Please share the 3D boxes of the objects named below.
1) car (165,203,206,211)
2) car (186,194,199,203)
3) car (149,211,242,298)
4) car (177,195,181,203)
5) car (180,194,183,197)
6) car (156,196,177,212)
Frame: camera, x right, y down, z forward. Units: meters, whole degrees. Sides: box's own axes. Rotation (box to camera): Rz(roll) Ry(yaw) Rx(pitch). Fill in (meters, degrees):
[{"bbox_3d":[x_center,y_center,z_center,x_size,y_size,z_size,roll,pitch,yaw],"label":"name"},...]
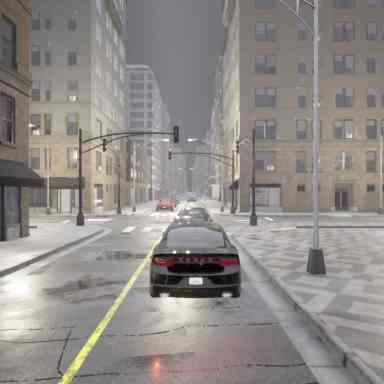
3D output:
[{"bbox_3d":[0.088,1.546,18.366,2.033,1.411,5.357,0,0,6],"label":"car"},{"bbox_3d":[-0.007,1.597,70.776,1.895,1.301,4.718,0,0,0],"label":"car"},{"bbox_3d":[0.066,1.477,8.556,1.882,1.535,5.008,0,0,0],"label":"car"},{"bbox_3d":[-3.121,1.544,49.468,2.033,1.411,5.357,0,0,0],"label":"car"},{"bbox_3d":[-3.134,1.502,59.642,1.837,1.490,4.892,0,0,0],"label":"car"},{"bbox_3d":[-3.142,1.475,39.736,1.882,1.535,5.008,0,0,-1],"label":"car"}]
